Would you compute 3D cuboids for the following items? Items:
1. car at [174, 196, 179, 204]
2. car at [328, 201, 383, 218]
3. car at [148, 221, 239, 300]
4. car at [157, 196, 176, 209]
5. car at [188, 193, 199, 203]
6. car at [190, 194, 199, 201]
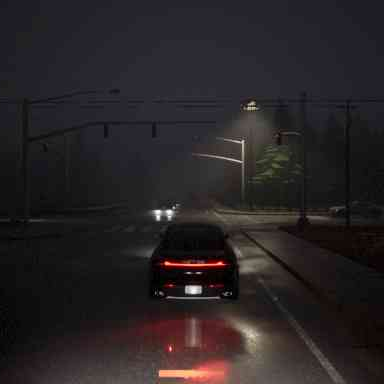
[{"bbox_3d":[-3.562,1.478,54.082,1.882,1.535,5.008,0,0,0],"label":"car"},{"bbox_3d":[14.560,1.552,29.518,4.674,1.442,1.812,0,0,1],"label":"car"},{"bbox_3d":[0.050,1.501,8.396,1.837,1.490,4.892,0,0,1],"label":"car"},{"bbox_3d":[-3.587,1.601,44.800,1.895,1.301,4.718,0,0,0],"label":"car"},{"bbox_3d":[0.314,1.224,70.429,2.150,2.045,5.566,0,0,2],"label":"car"},{"bbox_3d":[0.588,1.355,80.821,2.097,1.767,4.553,0,0,2],"label":"car"}]
